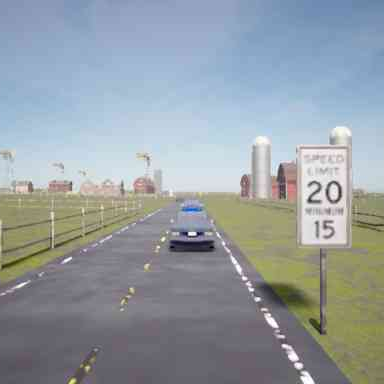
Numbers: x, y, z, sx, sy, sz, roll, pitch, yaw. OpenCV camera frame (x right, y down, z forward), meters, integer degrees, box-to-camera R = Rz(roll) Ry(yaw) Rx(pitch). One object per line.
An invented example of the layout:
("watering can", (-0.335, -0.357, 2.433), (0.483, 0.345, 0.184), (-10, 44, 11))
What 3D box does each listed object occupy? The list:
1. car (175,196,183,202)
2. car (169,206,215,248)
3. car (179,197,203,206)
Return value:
("car", (-2.729, 1.567, 75.720), (1.994, 1.385, 4.181), (0, 0, 0))
("car", (0.005, 1.572, 14.649), (2.033, 1.411, 5.357), (0, 0, 0))
("car", (0.009, 1.507, 29.650), (1.882, 1.535, 5.008), (0, 0, 0))
